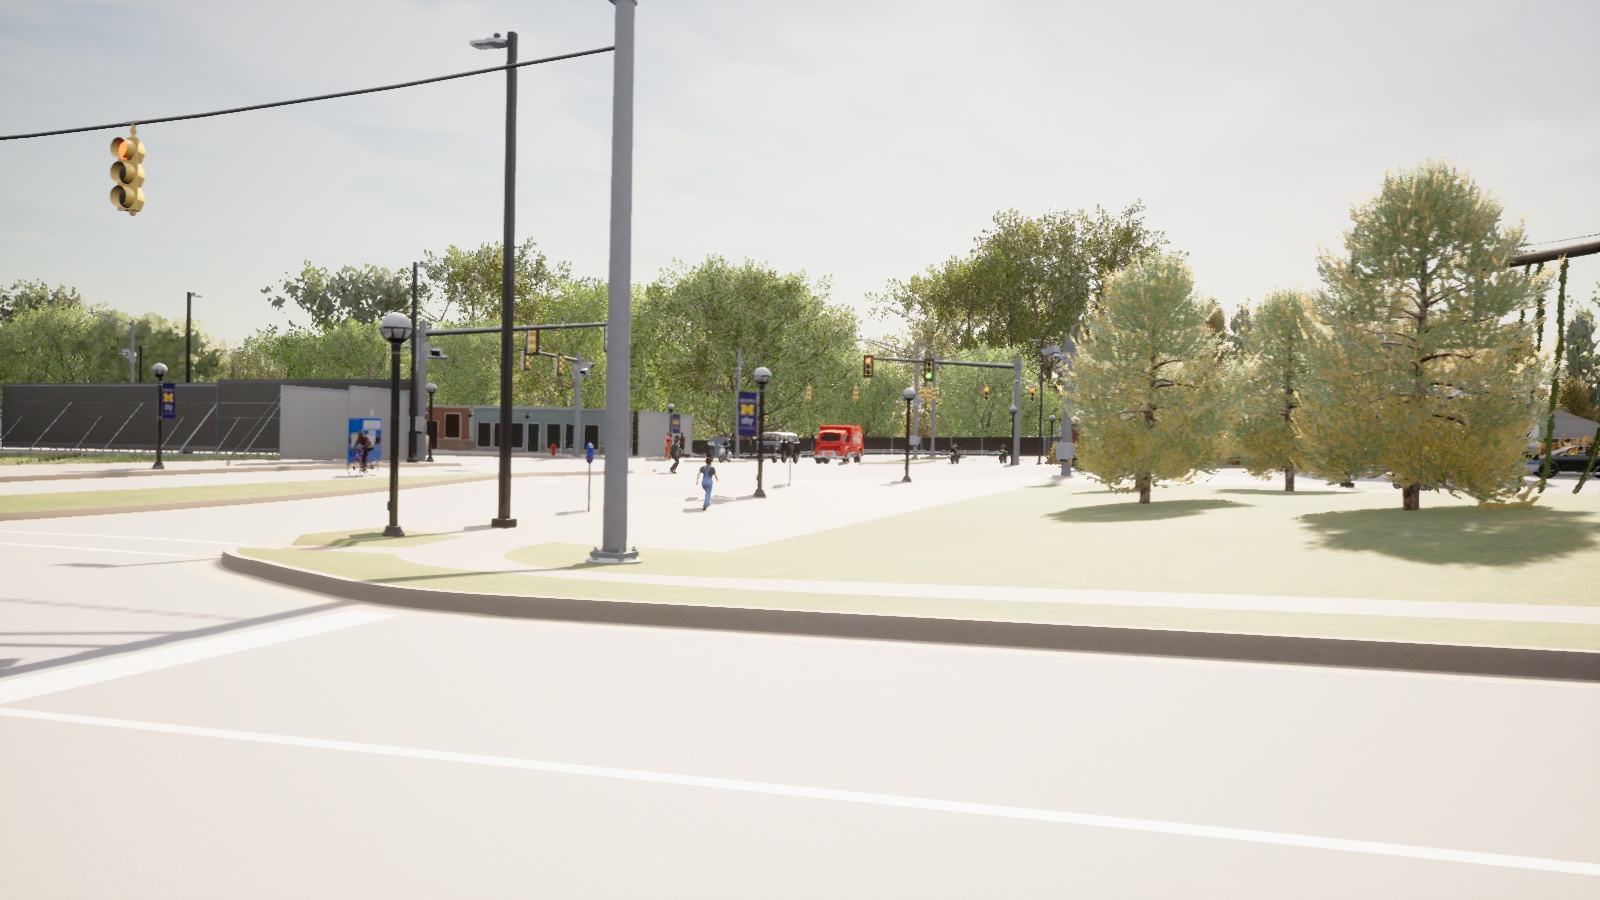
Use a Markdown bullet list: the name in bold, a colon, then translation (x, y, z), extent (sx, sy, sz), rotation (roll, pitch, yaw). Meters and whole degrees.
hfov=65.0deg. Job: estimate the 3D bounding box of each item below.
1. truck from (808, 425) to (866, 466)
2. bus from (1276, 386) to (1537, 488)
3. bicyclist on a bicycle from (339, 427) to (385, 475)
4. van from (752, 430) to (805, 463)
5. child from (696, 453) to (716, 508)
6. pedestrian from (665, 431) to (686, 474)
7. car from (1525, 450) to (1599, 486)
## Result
- **truck**: translation (2.475, -0.346, 81.833), extent (2.627, 2.467, 5.204), rotation (2, 2, 15)
- **bus**: translation (27.528, -0.685, 57.806), extent (10.273, 4.253, 3.944), rotation (2, 2, 19)
- **bicyclist on a bicycle**: translation (-15.258, 0.035, 43.776), extent (0.582, 1.620, 1.656), rotation (2, 1, 19)
- **van**: translation (-1.379, -0.185, 82.184), extent (2.069, 2.038, 4.480), rotation (1, -1, 18)
- **child**: translation (-2.177, 0.710, 29.205), extent (0.270, 1.263, 0.437), rotation (2, 2, 20)
- **pedestrian**: translation (-5.689, 0.103, 57.426), extent (0.788, 1.949, 0.423), rotation (2, 2, 23)
- **car**: translation (36.220, 0.841, 58.685), extent (3.705, 1.549, 1.789), rotation (2, 1, 18)
